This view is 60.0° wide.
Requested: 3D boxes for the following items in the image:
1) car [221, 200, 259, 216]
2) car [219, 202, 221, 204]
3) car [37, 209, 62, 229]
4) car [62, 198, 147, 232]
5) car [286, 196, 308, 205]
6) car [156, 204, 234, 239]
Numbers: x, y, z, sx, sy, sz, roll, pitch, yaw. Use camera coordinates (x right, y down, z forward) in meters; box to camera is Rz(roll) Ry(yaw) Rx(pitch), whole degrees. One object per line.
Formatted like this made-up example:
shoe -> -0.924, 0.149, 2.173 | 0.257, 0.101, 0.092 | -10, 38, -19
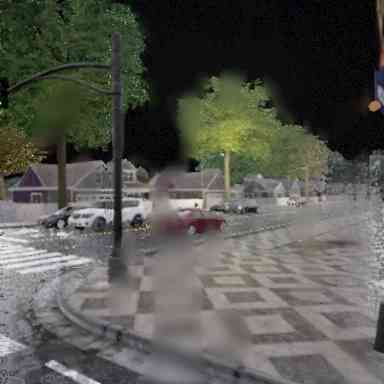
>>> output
car -> 5.547, 1.638, 36.509 | 2.097, 1.767, 4.553 | -1, -1, 38
car -> 4.144, 1.863, 39.975 | 2.033, 1.411, 5.357 | -1, 0, 38
car -> -8.538, 1.771, 23.917 | 1.837, 1.490, 4.892 | -1, 0, 38
car -> -5.516, 1.463, 22.542 | 2.150, 2.045, 5.566 | -1, 0, 37
car -> 15.495, 1.334, 48.972 | 2.097, 1.767, 4.553 | -1, -1, 38
car -> 0.130, 1.672, 19.003 | 1.882, 1.535, 5.008 | -1, 0, 38
